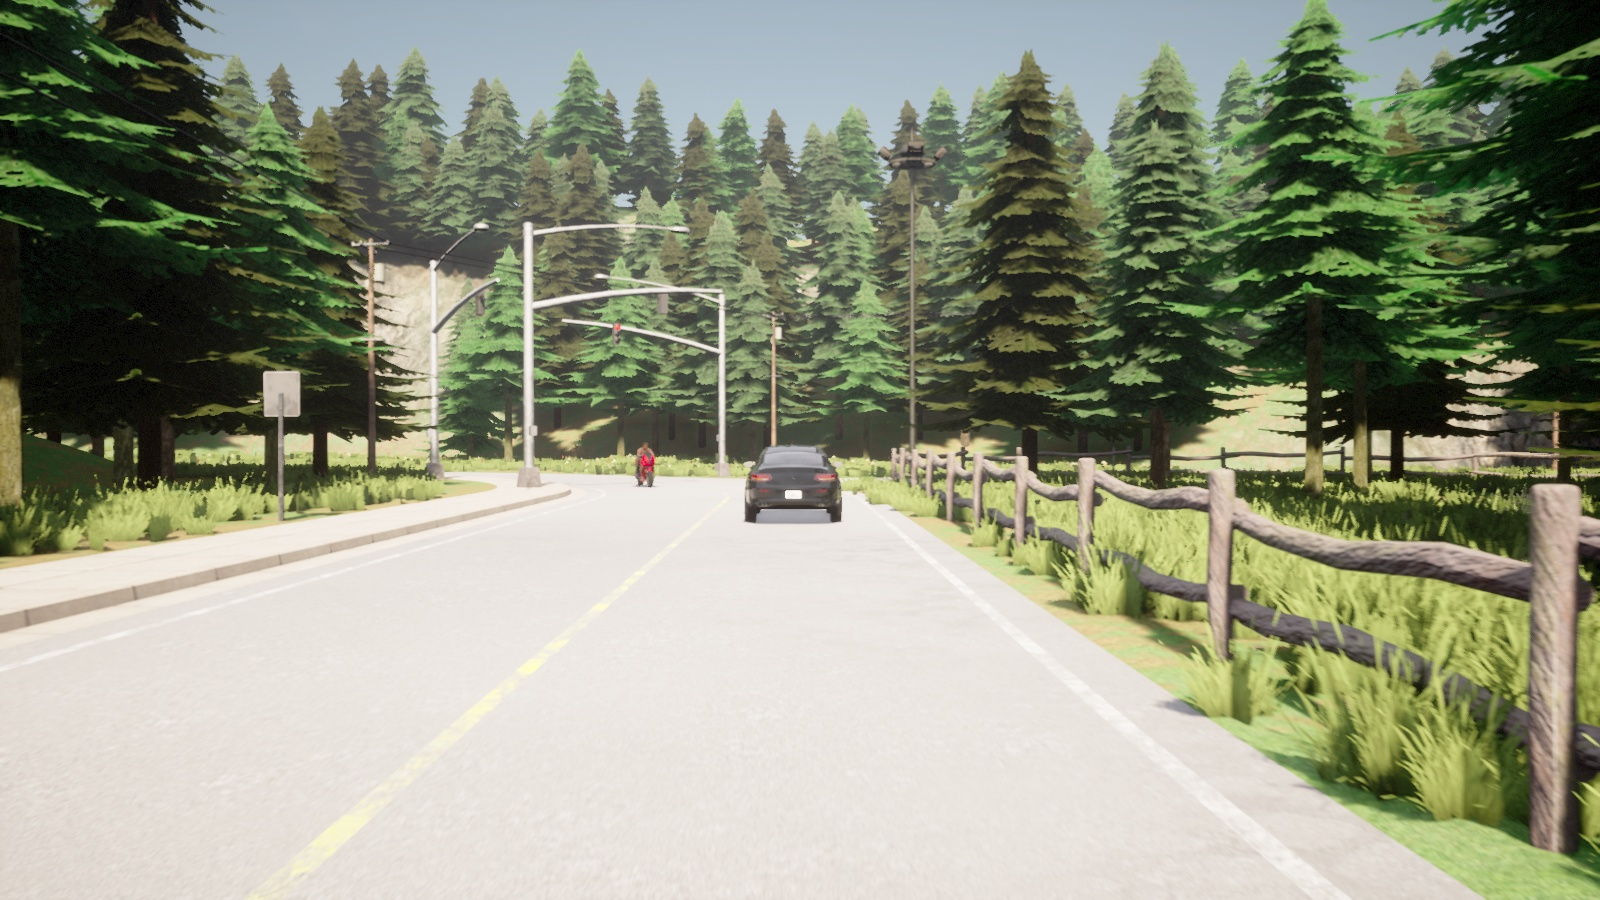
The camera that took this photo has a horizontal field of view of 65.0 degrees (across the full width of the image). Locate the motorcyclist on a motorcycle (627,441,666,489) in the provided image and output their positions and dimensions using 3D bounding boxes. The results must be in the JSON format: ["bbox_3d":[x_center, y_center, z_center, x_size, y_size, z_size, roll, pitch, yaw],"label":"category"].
[{"bbox_3d":[-5.071,0.473,41.380,0.797,1.523,2.044,-1,1,-19],"label":"motorcyclist on a motorcycle"}]

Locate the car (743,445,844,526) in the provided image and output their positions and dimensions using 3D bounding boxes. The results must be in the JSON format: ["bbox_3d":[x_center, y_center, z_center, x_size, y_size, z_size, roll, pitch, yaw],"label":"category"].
[{"bbox_3d":[-0.123,0.624,24.746,1.812,1.442,4.674,0,0,0],"label":"car"}]
